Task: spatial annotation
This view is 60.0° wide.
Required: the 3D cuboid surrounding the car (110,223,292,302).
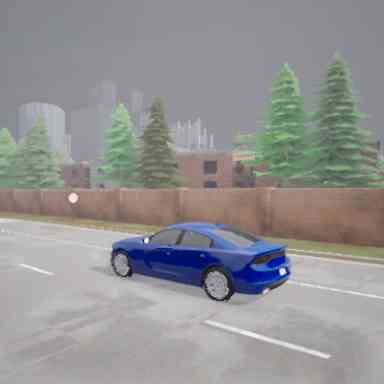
[{"bbox_3d":[-0.031,1.523,8.519,5.008,1.535,1.882,0,0,38],"label":"car"}]
